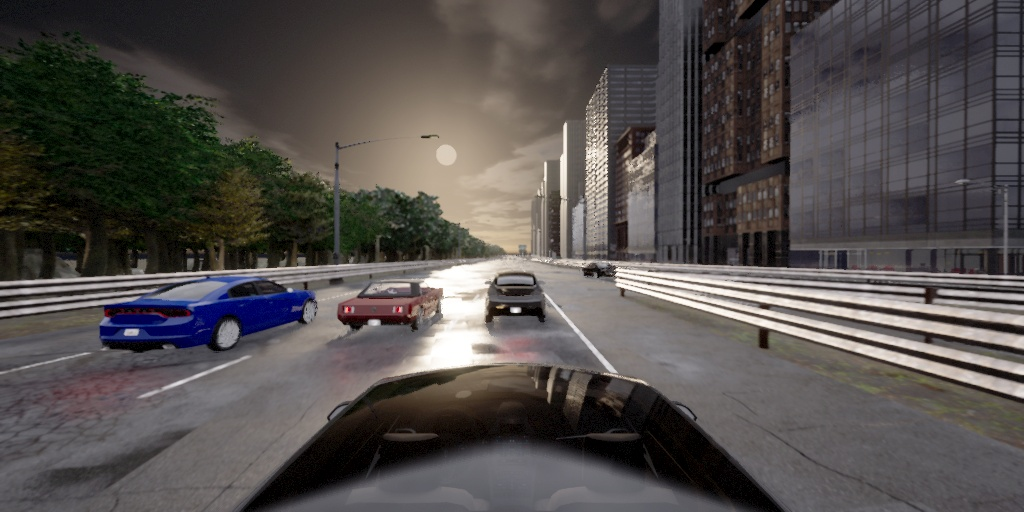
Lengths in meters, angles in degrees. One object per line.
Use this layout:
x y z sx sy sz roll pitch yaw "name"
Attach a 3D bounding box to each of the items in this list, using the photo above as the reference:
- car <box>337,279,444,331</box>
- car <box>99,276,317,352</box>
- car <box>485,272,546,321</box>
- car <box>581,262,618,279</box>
-3.400 1.365 11.095 1.895 1.301 4.718 0 0 0 "car"
-6.902 1.239 8.981 1.882 1.535 5.008 0 0 0 "car"
0.101 1.271 12.445 1.837 1.490 4.892 0 0 0 "car"
8.096 1.311 33.595 1.882 1.535 5.008 0 0 -11 "car"
